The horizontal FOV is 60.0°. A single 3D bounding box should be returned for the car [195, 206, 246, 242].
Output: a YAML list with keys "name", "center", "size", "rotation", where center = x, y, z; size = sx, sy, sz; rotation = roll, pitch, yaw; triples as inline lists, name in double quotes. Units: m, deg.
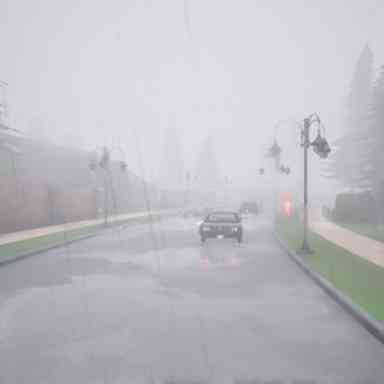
- name: "car"
  center: [1.560, 1.615, 16.418]
  size: [1.895, 1.301, 4.718]
  rotation: [0, 0, 9]

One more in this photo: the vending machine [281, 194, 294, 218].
- name: "vending machine"
  center: [8.684, 1.242, 30.270]
  size: [1.100, 2.100, 0.880]
  rotation: [0, 0, 18]

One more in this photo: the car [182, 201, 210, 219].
- name: "car"
  center: [0.579, 1.544, 28.813]
  size: [1.812, 1.442, 4.674]
  rotation: [0, 0, 17]

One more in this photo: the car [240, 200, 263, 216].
- name: "car"
  center: [5.983, 1.544, 33.565]
  size: [1.837, 1.490, 4.892]
  rotation: [0, 0, 19]

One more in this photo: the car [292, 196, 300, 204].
- name: "car"
  center: [19.272, 1.597, 64.496]
  size: [2.128, 1.511, 4.902]
  rotation: [0, 0, 39]
